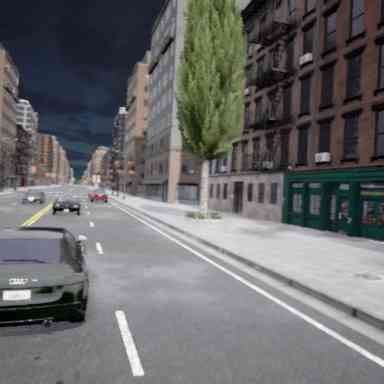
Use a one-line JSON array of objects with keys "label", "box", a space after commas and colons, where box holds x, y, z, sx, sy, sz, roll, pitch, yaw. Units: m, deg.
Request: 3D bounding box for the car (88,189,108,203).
[{"label": "car", "box": [-12.170, 0.393, 43.499, 2.097, 1.767, 4.553, 3, 1, -19]}]

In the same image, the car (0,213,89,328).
[{"label": "car", "box": [-3.073, 1.357, 6.528, 1.994, 1.385, 4.181, 3, 0, -19]}]

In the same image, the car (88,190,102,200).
[{"label": "car", "box": [-15.207, 0.381, 52.146, 1.994, 1.385, 4.181, 3, 1, -18]}]

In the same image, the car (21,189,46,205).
[{"label": "car", "box": [-15.842, 0.430, 33.509, 2.128, 1.511, 4.902, 3, 1, -19]}]

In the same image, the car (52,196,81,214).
[{"label": "car", "box": [-9.348, 0.933, 25.029, 1.895, 1.301, 4.718, 3, 0, -19]}]
